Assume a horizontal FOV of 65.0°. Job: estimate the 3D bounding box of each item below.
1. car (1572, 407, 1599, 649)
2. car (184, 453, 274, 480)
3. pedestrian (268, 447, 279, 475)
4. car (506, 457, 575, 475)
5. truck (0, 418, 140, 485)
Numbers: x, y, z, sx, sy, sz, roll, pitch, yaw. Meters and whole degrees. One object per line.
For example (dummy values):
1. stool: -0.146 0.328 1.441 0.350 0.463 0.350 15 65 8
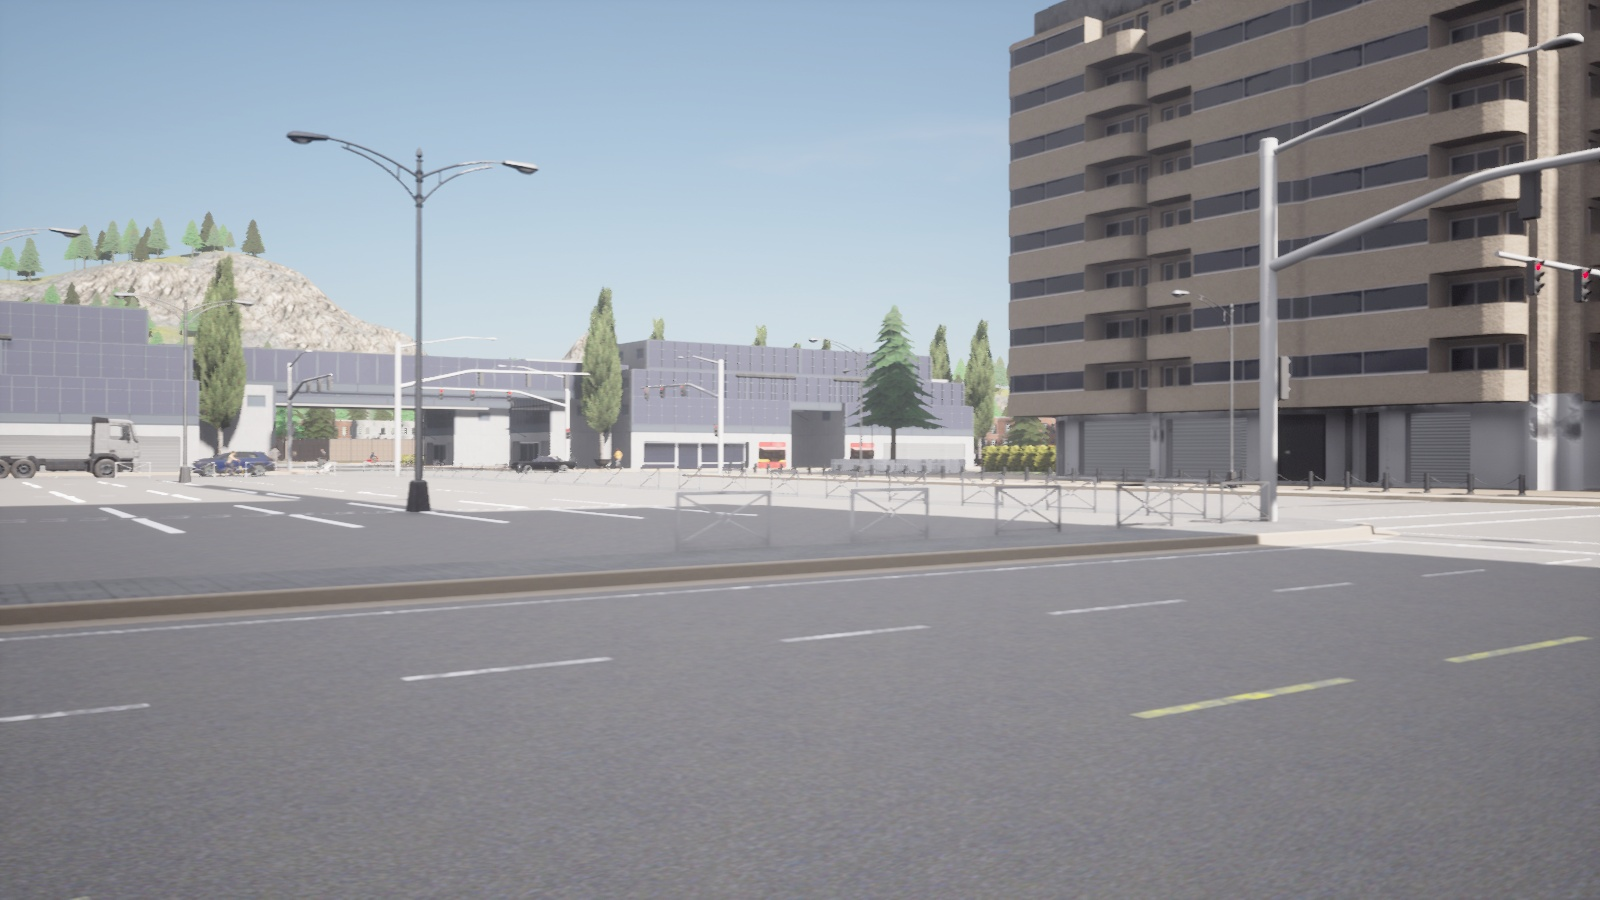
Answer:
1. car: 8.028 0.529 9.248 5.027 1.651 2.152 0 0 -35
2. car: -35.961 1.000 79.148 4.856 1.649 2.033 0 0 -34
3. pedestrian: -37.336 0.756 89.036 0.659 1.952 0.873 0 0 -26
4. car: -19.558 1.174 94.770 4.718 1.301 1.895 0 0 -35
5. truck: -40.318 0.070 67.907 7.936 3.462 2.891 0 0 -33
